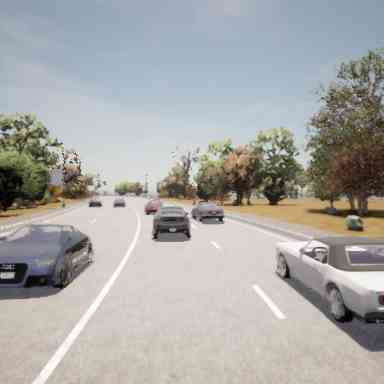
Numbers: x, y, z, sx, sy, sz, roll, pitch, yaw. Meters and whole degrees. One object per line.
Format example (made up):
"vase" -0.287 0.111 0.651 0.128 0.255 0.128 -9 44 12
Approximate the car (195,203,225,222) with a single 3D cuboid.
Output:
"car" 1.179 1.551 26.589 2.033 1.411 5.357 0 0 -9

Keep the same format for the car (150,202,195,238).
"car" -1.160 1.510 17.881 1.837 1.490 4.892 0 0 -6

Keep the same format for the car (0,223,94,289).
"car" -4.042 1.575 9.037 1.994 1.385 4.181 0 0 -4

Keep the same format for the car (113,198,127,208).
"car" -10.813 1.573 49.743 2.033 1.411 5.357 0 0 -13

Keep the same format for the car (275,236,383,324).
"car" 3.305 1.594 7.146 1.895 1.301 4.718 0 0 -3

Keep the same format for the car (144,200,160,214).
"car" -4.013 1.578 35.493 1.994 1.385 4.181 0 0 -11

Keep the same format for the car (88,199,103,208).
"car" -14.441 1.631 49.905 1.895 1.301 4.718 0 0 -13
